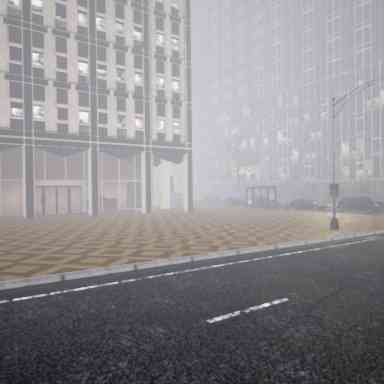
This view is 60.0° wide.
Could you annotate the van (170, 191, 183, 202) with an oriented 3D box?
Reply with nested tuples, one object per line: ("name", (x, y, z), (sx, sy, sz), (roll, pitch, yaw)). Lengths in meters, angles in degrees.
("van", (-3.121, 0.927, 60.112), (1.690, 1.788, 3.998), (-1, 1, -34))

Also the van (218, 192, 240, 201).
("van", (7.004, 0.842, 60.134), (1.690, 1.788, 3.998), (-1, 1, -34))

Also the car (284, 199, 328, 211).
("car", (12.779, 1.413, 36.561), (1.947, 1.339, 4.313), (-1, 1, -34))

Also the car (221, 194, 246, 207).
("car", (6.439, 1.309, 45.997), (1.947, 1.339, 4.313), (-1, 1, -34))

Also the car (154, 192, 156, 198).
("car", (-9.003, 0.674, 83.616), (1.967, 1.590, 4.097), (-1, 1, -34))

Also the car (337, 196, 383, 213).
("car", (17.528, 1.196, 34.405), (2.097, 1.767, 4.553), (-1, 1, -34))

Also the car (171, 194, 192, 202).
("car", (-2.075, 1.049, 63.325), (1.812, 1.442, 4.674), (-1, 1, -34))

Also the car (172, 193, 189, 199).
("car", (-2.600, 0.923, 74.226), (1.802, 1.307, 4.206), (-1, 1, -34))

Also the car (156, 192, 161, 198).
("car", (-5.802, 0.603, 78.919), (2.192, 1.841, 5.009), (-1, 1, -34))

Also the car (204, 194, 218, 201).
("car", (3.803, 1.031, 64.833), (1.802, 1.307, 4.206), (-1, 1, -34))

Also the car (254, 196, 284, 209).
("car", (9.592, 1.378, 41.269), (1.802, 1.307, 4.206), (-1, 1, -34))
